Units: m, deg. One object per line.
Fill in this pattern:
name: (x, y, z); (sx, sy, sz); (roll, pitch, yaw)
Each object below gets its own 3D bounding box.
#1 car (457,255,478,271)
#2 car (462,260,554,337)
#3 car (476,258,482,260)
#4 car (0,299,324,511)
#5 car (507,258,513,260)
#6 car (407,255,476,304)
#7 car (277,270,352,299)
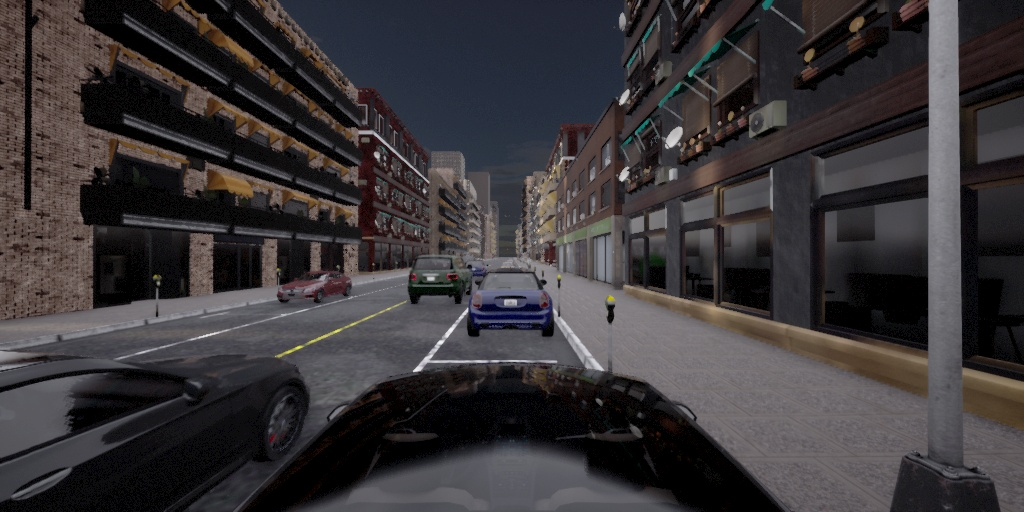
car: (-6.147, 0.954, 50.283); (2.150, 2.045, 5.566); (0, 0, 0)
car: (-0.032, 1.103, 10.469); (2.097, 1.767, 4.553); (0, 0, 0)
car: (-3.143, 1.100, 31.673); (2.097, 1.767, 4.553); (0, 0, 0)
car: (-3.145, 1.275, 2.014); (1.812, 1.442, 4.674); (0, 0, 0)
car: (-0.456, 1.275, 39.173); (1.751, 1.417, 4.829); (0, 0, 0)
car: (-3.144, 0.967, 16.602); (2.150, 2.045, 5.566); (0, 0, 0)
car: (-8.837, 1.333, 16.462); (1.802, 1.307, 4.207); (0, 0, 0)
